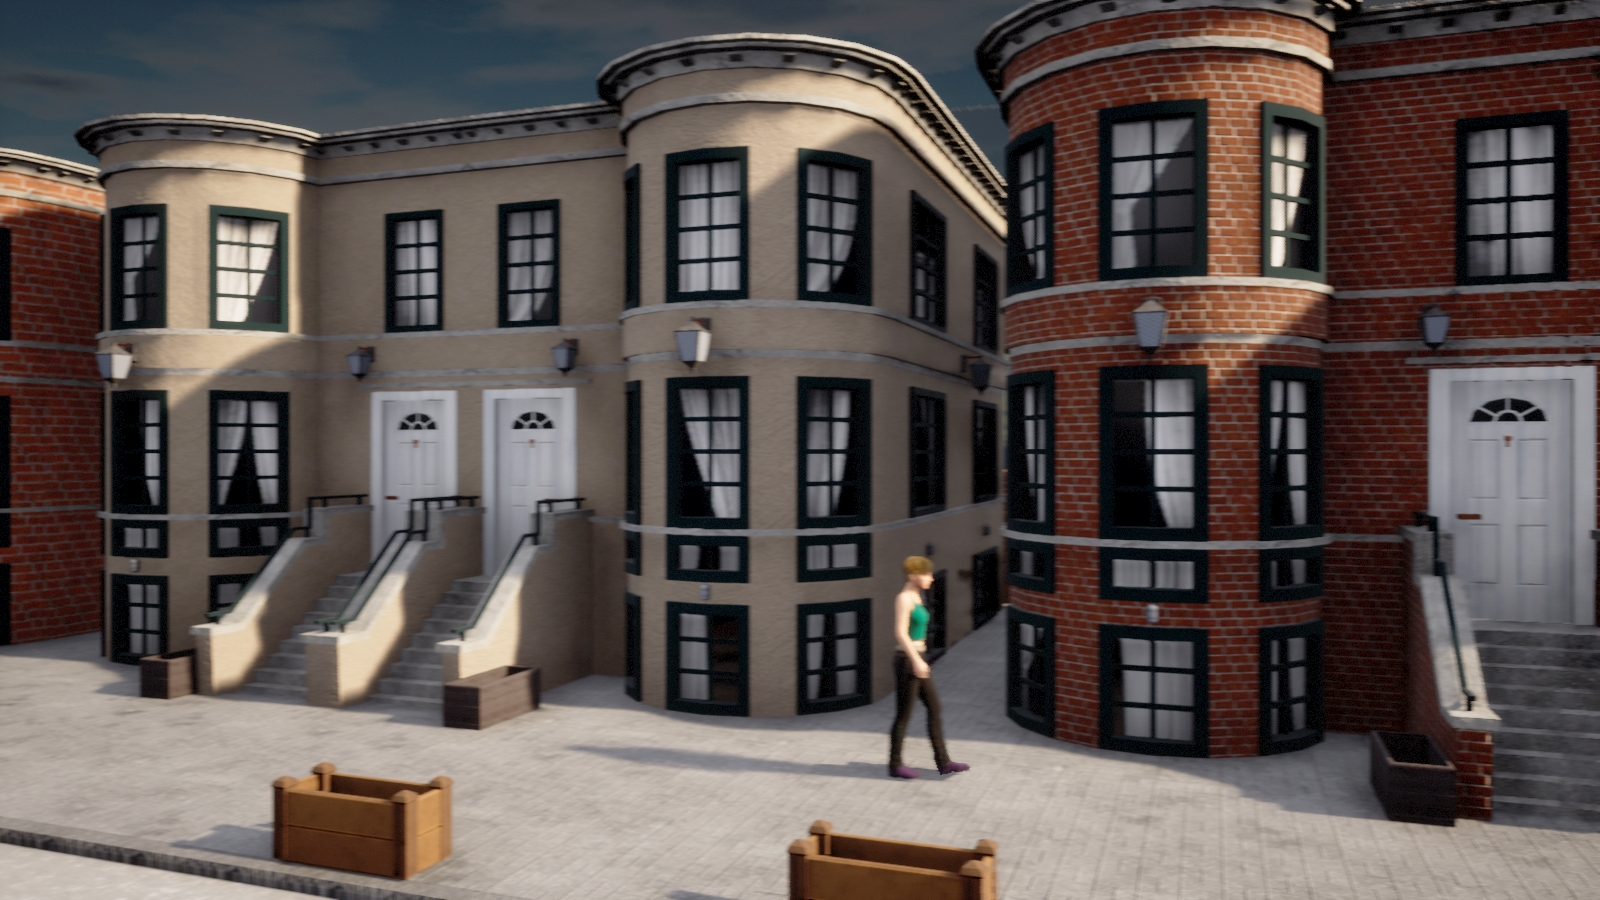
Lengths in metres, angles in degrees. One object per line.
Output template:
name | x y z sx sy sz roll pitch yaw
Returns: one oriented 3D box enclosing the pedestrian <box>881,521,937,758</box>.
pedestrian | 0.896 1.524 9.329 0.375 1.860 0.375 0 0 20
